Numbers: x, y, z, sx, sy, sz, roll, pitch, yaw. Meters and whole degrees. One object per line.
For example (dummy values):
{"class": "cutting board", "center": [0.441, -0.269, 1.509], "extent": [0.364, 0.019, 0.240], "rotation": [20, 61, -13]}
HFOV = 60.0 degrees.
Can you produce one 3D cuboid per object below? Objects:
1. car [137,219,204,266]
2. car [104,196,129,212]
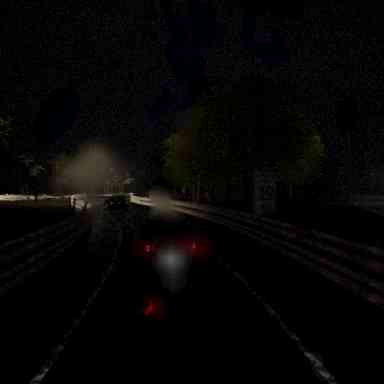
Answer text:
{"class": "car", "center": [-0.906, 1.580, 11.537], "extent": [1.895, 1.301, 4.718], "rotation": [0, 0, -8]}
{"class": "car", "center": [-8.367, 1.205, 36.491], "extent": [2.097, 1.767, 4.553], "rotation": [0, 0, -23]}
